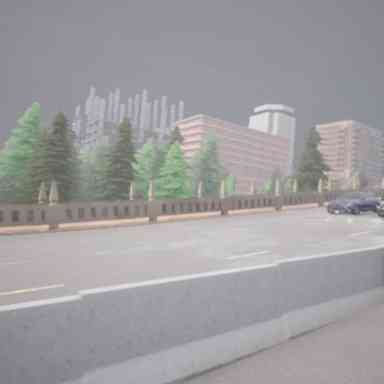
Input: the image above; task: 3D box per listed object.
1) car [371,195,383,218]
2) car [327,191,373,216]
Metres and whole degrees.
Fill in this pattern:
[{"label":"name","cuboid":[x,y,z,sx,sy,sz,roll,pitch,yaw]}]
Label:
[{"label":"car","cuboid":[14.459,0.955,22.628,4.674,1.442,1.812,-2,1,-35]},{"label":"car","cuboid":[12.340,0.784,25.417,4.553,1.767,2.097,-2,1,-35]}]
